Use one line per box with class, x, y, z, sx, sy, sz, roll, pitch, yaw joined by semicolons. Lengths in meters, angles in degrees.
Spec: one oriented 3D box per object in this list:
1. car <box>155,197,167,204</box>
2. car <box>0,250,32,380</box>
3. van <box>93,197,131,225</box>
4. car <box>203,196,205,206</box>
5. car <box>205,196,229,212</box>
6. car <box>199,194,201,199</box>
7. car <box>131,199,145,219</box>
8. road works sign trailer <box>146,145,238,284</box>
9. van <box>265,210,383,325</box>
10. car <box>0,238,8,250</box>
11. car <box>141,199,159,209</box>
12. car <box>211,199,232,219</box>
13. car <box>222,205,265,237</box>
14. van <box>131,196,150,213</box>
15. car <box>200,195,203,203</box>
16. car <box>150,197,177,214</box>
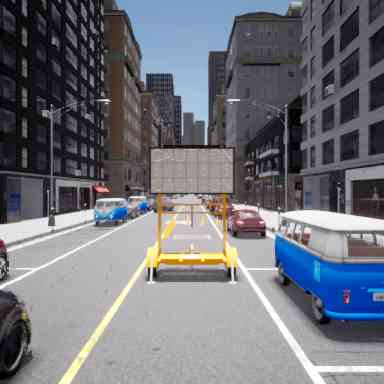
car;-5.667;1.591;61.867;1.802;1.307;4.206;0;0;0
car;-3.100;1.564;2.690;1.994;1.385;4.181;0;0;0
van;-5.669;1.340;23.359;1.690;1.788;3.998;0;0;0
car;2.858;1.443;45.363;1.967;1.590;4.097;0;0;0
car;2.857;1.315;34.360;2.192;1.841;5.009;0;0;0
car;2.859;1.577;67.368;1.947;1.339;4.313;0;0;0
car;-5.668;1.550;28.859;2.008;1.369;4.403;0;0;0
road works sign trailer;0.001;0.464;9.532;2.380;3.560;2.880;0;0;0
van;2.856;1.341;6.853;1.690;1.788;3.998;0;0;0
car;-5.669;1.440;6.854;1.967;1.590;4.097;0;0;0
car;-5.667;1.584;45.363;1.802;1.307;4.206;0;0;0
car;2.858;1.581;28.858;1.802;1.307;4.206;0;0;0
car;2.857;1.581;17.856;1.802;1.307;4.206;0;0;0
van;-5.668;1.341;34.360;1.690;1.788;3.998;0;0;0
car;2.858;1.557;56.365;2.008;1.369;4.403;0;0;0
car;-2.998;1.564;35.805;1.994;1.385;4.181;0;0;0
